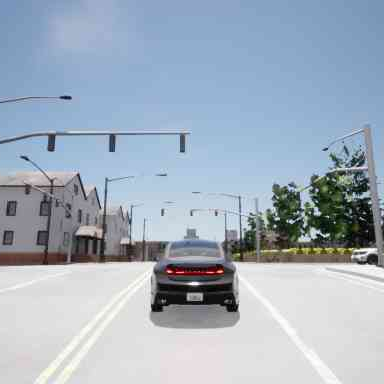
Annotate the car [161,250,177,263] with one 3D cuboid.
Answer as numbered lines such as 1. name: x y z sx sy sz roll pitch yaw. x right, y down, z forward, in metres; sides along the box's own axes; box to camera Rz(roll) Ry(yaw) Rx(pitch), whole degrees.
1. car: -3.657 10.548 54.051 2.150 2.045 5.566 0 -12 0

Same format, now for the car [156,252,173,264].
1. car: -3.647 8.890 44.540 1.812 1.442 4.674 0 -12 0

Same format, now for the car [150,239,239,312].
1. car: 0.060 1.986 8.596 1.837 1.490 4.892 0 -7 0

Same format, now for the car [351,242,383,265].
1. car: 16.843 5.317 28.810 5.566 2.045 2.150 0 -12 1
